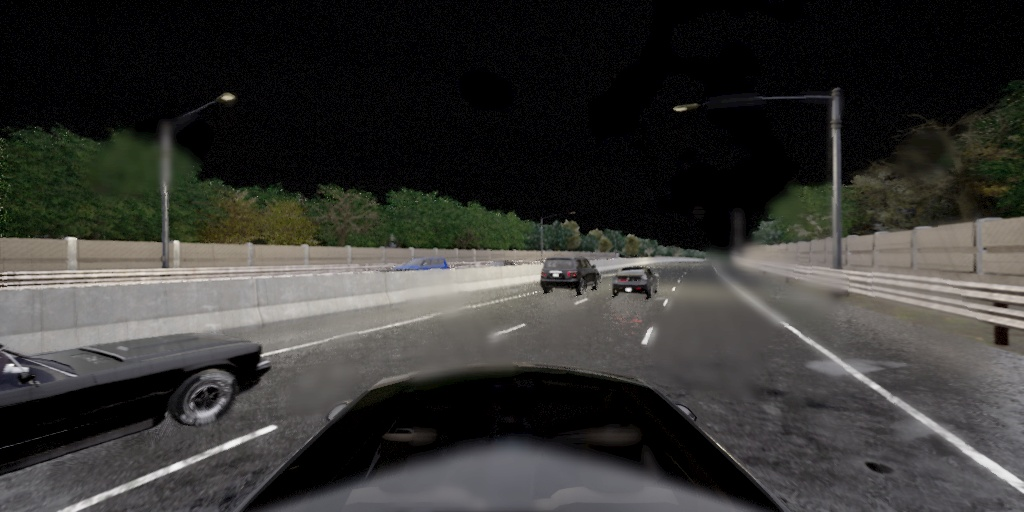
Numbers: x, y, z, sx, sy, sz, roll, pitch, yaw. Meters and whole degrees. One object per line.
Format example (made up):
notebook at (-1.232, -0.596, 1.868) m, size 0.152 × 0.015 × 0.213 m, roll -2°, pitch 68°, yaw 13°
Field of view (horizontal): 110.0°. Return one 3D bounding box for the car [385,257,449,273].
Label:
car at (-7.600, 1.142, 30.239) m, size 2.150 × 2.045 × 5.566 m, roll 0°, pitch 0°, yaw 27°

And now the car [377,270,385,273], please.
car at (-10.110, 1.540, 33.022) m, size 1.895 × 1.301 × 4.718 m, roll 0°, pitch 0°, yaw 27°

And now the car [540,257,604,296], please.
car at (3.434, 1.064, 20.595) m, size 2.150 × 2.045 × 5.566 m, roll 0°, pitch 0°, yaw 27°

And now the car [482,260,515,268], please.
car at (-1.288, 1.245, 34.879) m, size 2.097 × 1.767 × 4.553 m, roll 0°, pitch 0°, yaw 27°

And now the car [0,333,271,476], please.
car at (-5.104, 1.371, 3.293) m, size 1.895 × 1.301 × 4.718 m, roll 0°, pitch -1°, yaw 26°

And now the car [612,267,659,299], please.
car at (6.593, 1.329, 19.077) m, size 1.837 × 1.490 × 4.892 m, roll 0°, pitch 0°, yaw 27°
